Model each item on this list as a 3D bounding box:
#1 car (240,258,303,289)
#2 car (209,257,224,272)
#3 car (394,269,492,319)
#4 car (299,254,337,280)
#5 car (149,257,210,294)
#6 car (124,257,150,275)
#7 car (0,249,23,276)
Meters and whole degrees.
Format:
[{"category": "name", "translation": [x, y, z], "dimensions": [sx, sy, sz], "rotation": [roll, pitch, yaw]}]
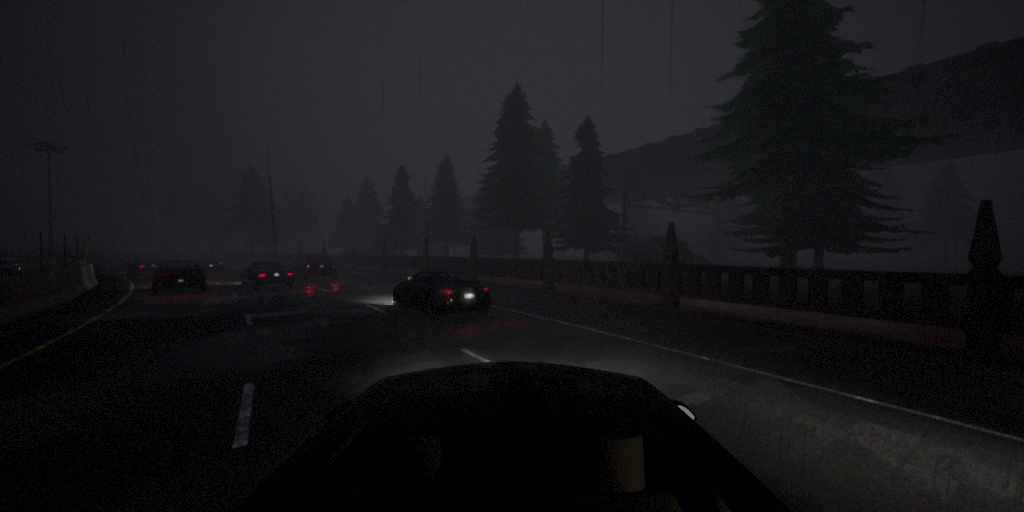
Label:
[{"category": "car", "translation": [-13.630, 0.966, 19.903], "dimensions": [2.033, 1.411, 5.357], "rotation": [-1, 1, -44]}, {"category": "car", "translation": [-27.162, 0.768, 31.618], "dimensions": [4.181, 1.385, 1.994], "rotation": [1, 1, 36]}, {"category": "car", "translation": [-2.469, 1.123, 12.169], "dimensions": [1.994, 1.385, 4.181], "rotation": [-1, 1, -37]}, {"category": "car", "translation": [-14.114, 0.673, 25.222], "dimensions": [4.553, 1.767, 2.097], "rotation": [1, 1, 45]}, {"category": "car", "translation": [-16.860, 0.928, 18.128], "dimensions": [1.882, 1.535, 5.008], "rotation": [-1, 2, -45]}, {"category": "car", "translation": [-30.319, 0.787, 29.661], "dimensions": [5.357, 1.411, 2.033], "rotation": [1, 1, 36]}, {"category": "car", "translation": [-39.854, 0.493, 27.639], "dimensions": [5.566, 2.045, 2.150], "rotation": [1, 1, 32]}]
